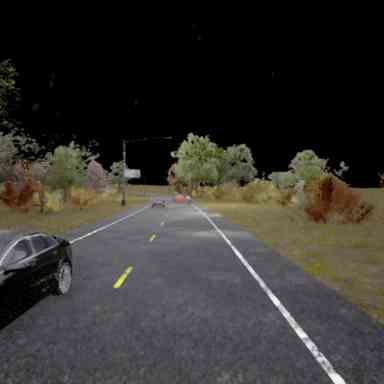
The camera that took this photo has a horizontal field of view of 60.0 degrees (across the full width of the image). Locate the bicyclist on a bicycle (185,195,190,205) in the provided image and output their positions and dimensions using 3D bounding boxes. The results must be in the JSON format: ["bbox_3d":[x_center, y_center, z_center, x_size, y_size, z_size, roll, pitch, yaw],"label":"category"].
[{"bbox_3d":[-0.763,1.332,57.498,0.866,1.612,1.509,0,0,-4],"label":"bicyclist on a bicycle"}]

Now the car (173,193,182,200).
[{"bbox_3d":[-3.637,1.057,84.050,2.097,1.767,4.553,0,0,-5],"label":"car"}]

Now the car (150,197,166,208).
[{"bbox_3d":[-4.773,1.427,47.169,1.837,1.490,4.892,0,0,-3],"label":"car"}]

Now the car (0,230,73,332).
[{"bbox_3d":[-3.638,1.486,5.810,2.128,1.511,4.902,0,0,0],"label":"car"}]

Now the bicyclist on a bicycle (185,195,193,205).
[{"bbox_3d":[-0.285,1.352,48.105,0.866,1.612,1.509,0,0,-3],"label":"bicyclist on a bicycle"}]

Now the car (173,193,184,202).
[{"bbox_3d":[-2.797,1.213,73.308,2.097,1.767,4.553,0,0,-5],"label":"car"}]
